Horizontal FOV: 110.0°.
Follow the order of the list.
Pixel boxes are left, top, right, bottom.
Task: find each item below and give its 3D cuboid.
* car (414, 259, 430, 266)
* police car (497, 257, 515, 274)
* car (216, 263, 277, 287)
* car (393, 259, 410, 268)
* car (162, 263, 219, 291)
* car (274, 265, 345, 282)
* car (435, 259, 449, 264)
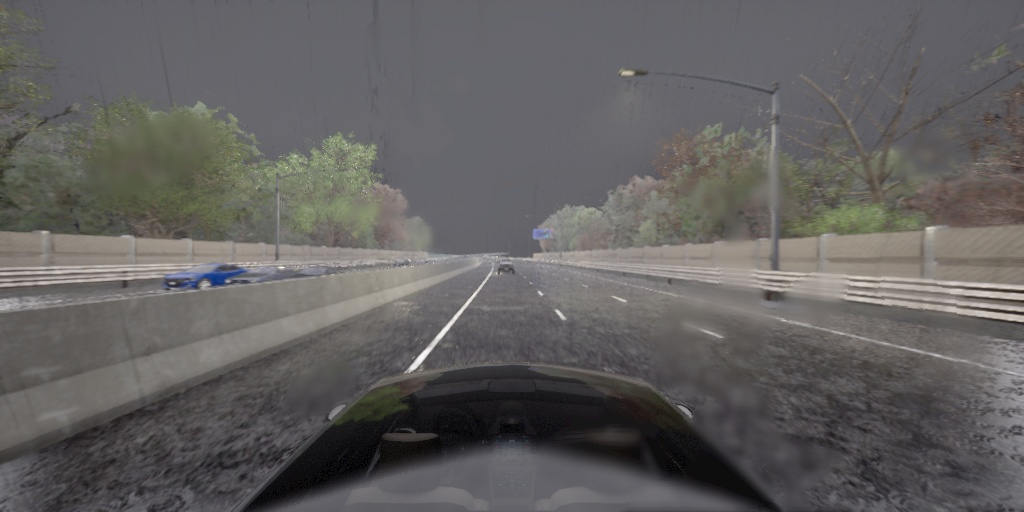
[{"bbox_3d":[-15.489,1.291,61.992,1.994,1.385,4.181,0,0,-2],"label":"car"},{"bbox_3d":[-0.677,1.221,41.930,1.930,1.638,5.238,0,0,-1],"label":"police car"},{"bbox_3d":[-14.323,1.254,21.402,2.033,1.411,5.357,0,0,-1],"label":"car"},{"bbox_3d":[-18.984,1.192,61.832,1.882,1.535,5.008,0,0,-2],"label":"car"},{"bbox_3d":[-17.822,1.167,21.278,1.882,1.535,5.008,0,0,-1],"label":"car"},{"bbox_3d":[-10.803,1.286,20.023,1.994,1.385,4.181,0,0,-1],"label":"car"},{"bbox_3d":[-11.969,1.252,61.497,1.837,1.490,4.892,0,0,-2],"label":"car"}]
